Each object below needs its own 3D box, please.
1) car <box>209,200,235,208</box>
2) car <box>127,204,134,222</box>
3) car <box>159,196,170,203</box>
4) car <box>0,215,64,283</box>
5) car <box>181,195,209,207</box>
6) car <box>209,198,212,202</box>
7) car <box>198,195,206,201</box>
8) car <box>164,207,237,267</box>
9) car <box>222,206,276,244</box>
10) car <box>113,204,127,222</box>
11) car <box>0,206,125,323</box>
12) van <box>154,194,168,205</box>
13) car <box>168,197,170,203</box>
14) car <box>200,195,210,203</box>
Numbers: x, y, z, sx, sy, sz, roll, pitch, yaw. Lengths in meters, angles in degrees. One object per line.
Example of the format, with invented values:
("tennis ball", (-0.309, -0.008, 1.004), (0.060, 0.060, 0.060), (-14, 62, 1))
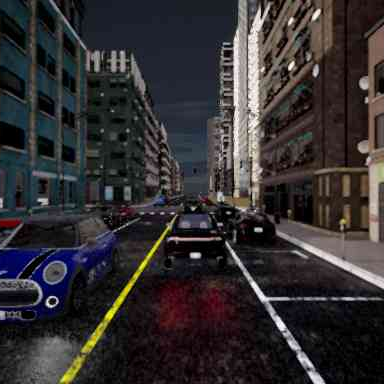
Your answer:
("car", (2.698, 1.579, 26.611), (1.947, 1.339, 4.313), (0, 0, 0))
("car", (-5.683, 1.595, 26.623), (1.802, 1.307, 4.206), (0, 0, 0))
("car", (-5.683, 1.601, 70.073), (1.887, 1.381, 4.507), (0, 0, 0))
("car", (-5.683, 1.549, 10.053), (1.887, 1.381, 4.507), (0, 0, 0))
("car", (0.099, 1.368, 28.339), (2.097, 1.767, 4.553), (0, 0, 0))
("car", (2.698, 1.625, 59.016), (1.802, 1.307, 4.206), (0, 0, 0))
("car", (2.699, 1.518, 86.655), (1.967, 1.590, 4.097), (0, 0, 0))
("car", (0.093, 1.497, 11.429), (2.128, 1.511, 4.902), (0, 0, 0))
("car", (2.698, 1.573, 15.564), (1.947, 1.339, 4.313), (0, 0, 0))
("car", (-5.683, 1.576, 21.099), (1.947, 1.339, 4.313), (0, 0, 0))
("car", (-3.099, 1.355, 7.487), (2.097, 1.767, 4.553), (0, 0, 0))
("van", (-5.681, 1.384, 59.018), (1.690, 1.788, 3.998), (0, 0, 0))
("car", (-5.681, 1.365, 64.545), (2.192, 1.841, 5.009), (0, 0, 0))
("car", (2.699, 1.496, 70.072), (1.967, 1.590, 4.097), (0, 0, 0))
